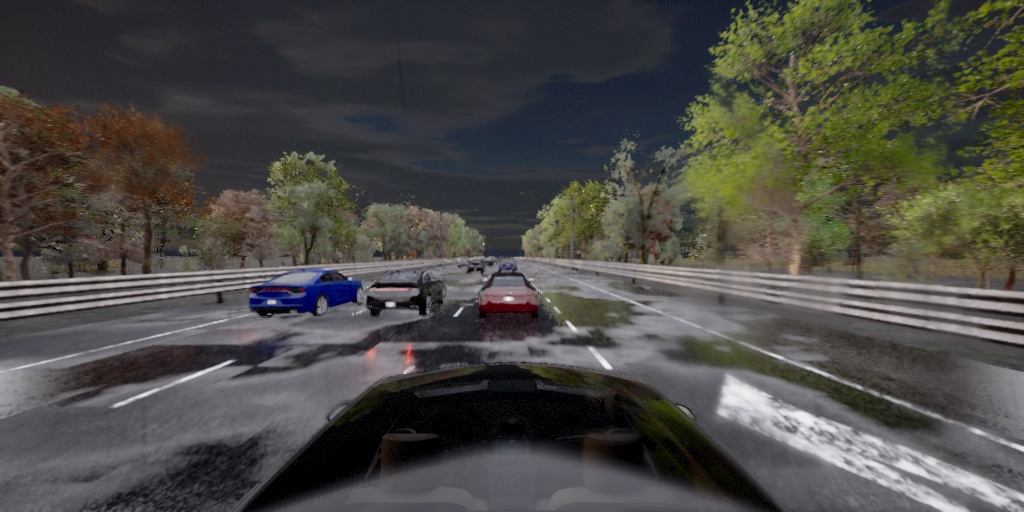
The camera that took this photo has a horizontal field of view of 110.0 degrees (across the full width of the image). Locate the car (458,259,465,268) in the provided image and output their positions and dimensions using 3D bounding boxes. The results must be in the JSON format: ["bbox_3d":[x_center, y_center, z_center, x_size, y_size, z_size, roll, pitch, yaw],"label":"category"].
[{"bbox_3d":[-7.678,1.206,58.712,2.033,1.411,5.357,0,0,-1],"label":"car"}]

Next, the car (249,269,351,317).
[{"bbox_3d":[-7.120,1.205,13.050,1.882,1.535,5.008,0,0,-1],"label":"car"}]

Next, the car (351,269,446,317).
[{"bbox_3d":[-3.622,1.213,13.021,2.128,1.511,4.902,0,0,-1],"label":"car"}]

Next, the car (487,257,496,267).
[{"bbox_3d":[-4.252,1.124,64.747,1.882,1.535,5.008,0,0,-1],"label":"car"}]

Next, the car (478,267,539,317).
[{"bbox_3d":[-0.126,1.279,12.990,1.994,1.385,4.181,0,0,-1],"label":"car"}]

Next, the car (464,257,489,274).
[{"bbox_3d":[-3.961,1.180,40.701,1.837,1.490,4.892,0,0,-1],"label":"car"}]

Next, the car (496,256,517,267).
[{"bbox_3d":[-0.481,1.016,42.642,2.097,1.767,4.553,0,0,-1],"label":"car"}]
